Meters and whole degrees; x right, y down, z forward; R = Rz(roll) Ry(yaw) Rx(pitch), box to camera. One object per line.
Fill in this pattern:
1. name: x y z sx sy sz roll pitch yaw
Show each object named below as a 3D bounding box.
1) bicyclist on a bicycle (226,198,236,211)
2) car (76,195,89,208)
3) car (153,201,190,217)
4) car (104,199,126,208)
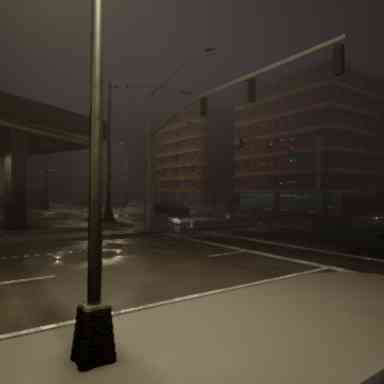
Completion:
1. bicyclist on a bicycle: 4.990 1.599 42.573 1.656 1.620 0.582 1 0 -36
2. car: -16.470 1.668 53.184 2.128 1.511 4.902 1 -1 -36
3. car: -2.108 1.660 33.694 1.882 1.535 5.008 1 0 -36
4. car: -12.575 1.814 53.915 1.895 1.301 4.718 1 0 -36
